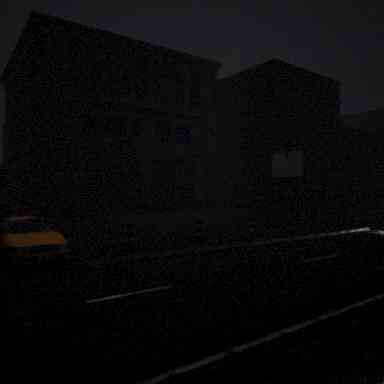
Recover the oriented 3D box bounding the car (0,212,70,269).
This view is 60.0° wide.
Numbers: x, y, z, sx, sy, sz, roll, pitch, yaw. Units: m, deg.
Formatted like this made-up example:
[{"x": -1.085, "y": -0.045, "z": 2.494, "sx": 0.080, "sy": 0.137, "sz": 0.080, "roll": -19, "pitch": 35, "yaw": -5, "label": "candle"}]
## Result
[{"x": -5.768, "y": 1.510, "z": 11.636, "sx": 1.946, "sy": 1.575, "sz": 5.366, "roll": 1, "pitch": 0, "yaw": -36, "label": "car"}]
